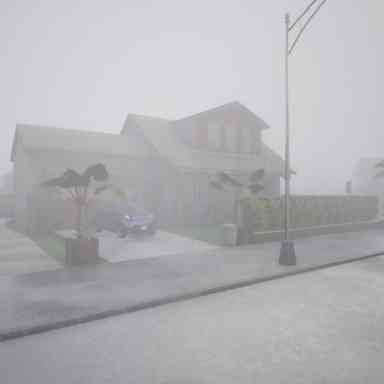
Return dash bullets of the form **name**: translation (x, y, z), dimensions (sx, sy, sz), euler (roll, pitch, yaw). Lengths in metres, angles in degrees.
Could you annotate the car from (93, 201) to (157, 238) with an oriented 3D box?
- **car**: translation (-3.094, 1.174, 15.242), dimensions (1.845, 1.501, 3.633), euler (0, 0, -38)
